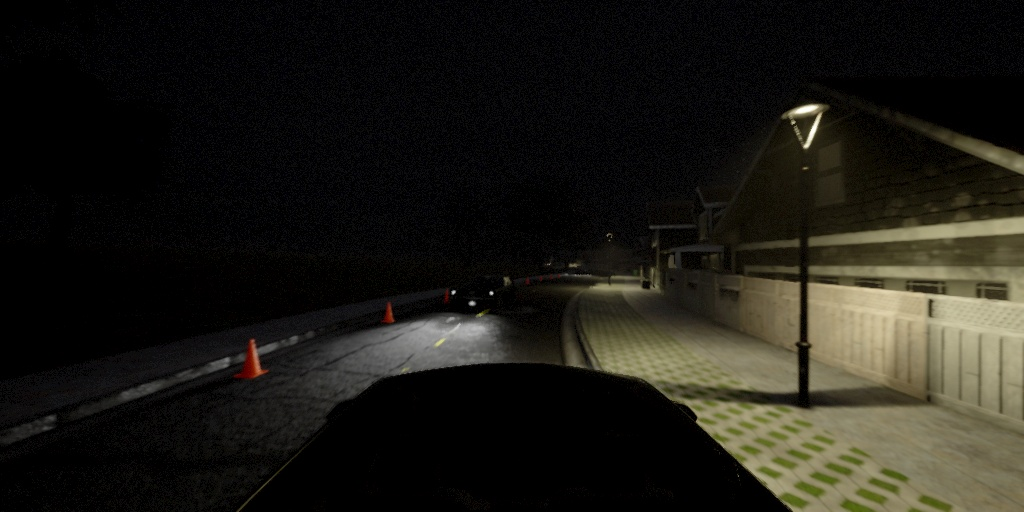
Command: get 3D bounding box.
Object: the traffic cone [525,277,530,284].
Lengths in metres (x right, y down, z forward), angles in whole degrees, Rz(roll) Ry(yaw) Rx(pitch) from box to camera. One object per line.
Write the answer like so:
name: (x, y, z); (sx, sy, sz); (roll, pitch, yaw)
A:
traffic cone: (1.345, 2.083, 30.868); (0.340, 0.580, 0.340); (0, 0, 18)

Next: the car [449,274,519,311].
car: (-1.009, 1.437, 15.093); (1.895, 1.301, 4.718); (0, -1, 12)

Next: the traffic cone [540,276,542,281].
traffic cone: (2.870, 2.199, 35.629); (0.340, 0.580, 0.340); (0, 0, 18)

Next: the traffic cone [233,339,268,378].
traffic cone: (-4.368, 1.686, 6.000); (0.340, 0.580, 0.340); (0, 0, 4)

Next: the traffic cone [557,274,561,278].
traffic cone: (5.921, 2.430, 45.149); (0.340, 0.580, 0.340); (0, 0, 18)

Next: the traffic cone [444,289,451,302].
traffic cone: (-2.942, 1.792, 16.241); (0.340, 0.580, 0.340); (0, 0, 12)

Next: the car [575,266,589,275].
car: (11.549, 2.348, 59.097); (1.812, 1.442, 4.674); (0, -1, 18)

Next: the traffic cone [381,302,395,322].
traffic cone: (-3.835, 1.729, 11.146); (0.340, 0.580, 0.340); (0, 0, 8)

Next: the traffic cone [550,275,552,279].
traffic cone: (4.396, 2.314, 40.389); (0.340, 0.580, 0.340); (0, 0, 18)
